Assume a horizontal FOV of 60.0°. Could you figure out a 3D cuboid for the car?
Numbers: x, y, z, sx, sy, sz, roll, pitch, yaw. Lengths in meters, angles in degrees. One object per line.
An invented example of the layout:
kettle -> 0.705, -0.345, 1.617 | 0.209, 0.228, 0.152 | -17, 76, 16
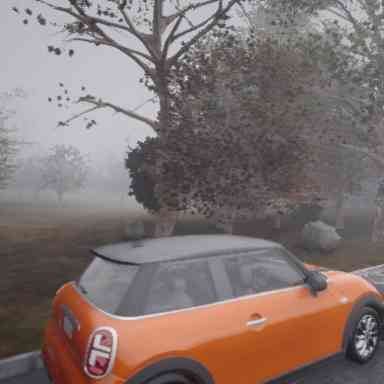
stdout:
car -> 0.559, 1.365, 4.449 | 4.553, 1.767, 2.185 | 0, 0, -33
